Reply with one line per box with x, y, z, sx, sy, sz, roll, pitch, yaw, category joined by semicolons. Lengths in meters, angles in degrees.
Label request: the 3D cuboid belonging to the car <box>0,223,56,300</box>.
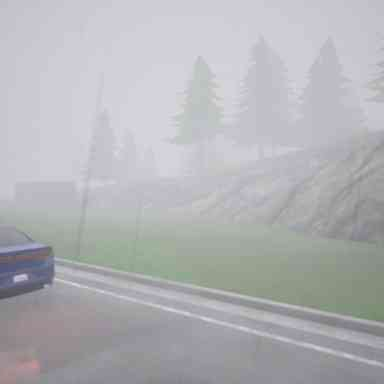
-5.154;1.426;7.621;5.008;1.535;1.882;0;1;37;car
